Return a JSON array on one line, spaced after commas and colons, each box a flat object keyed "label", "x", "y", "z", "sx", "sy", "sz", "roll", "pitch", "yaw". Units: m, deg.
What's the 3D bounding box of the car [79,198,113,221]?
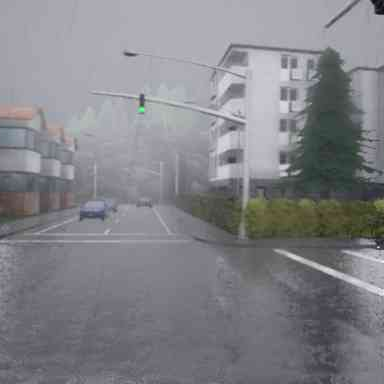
[{"label": "car", "x": -7.826, "y": 1.453, "z": 27.015, "sx": 1.882, "sy": 1.535, "sz": 5.008, "roll": 1, "pitch": 0, "yaw": -8}]

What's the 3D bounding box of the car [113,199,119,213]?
[{"label": "car", "x": -9.277, "y": 1.485, "z": 37.263, "sx": 2.128, "sy": 1.511, "sz": 4.902, "roll": 1, "pitch": 0, "yaw": -8}]

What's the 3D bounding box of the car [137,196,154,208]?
[{"label": "car", "x": -6.950, "y": 1.447, "z": 49.674, "sx": 2.097, "sy": 1.767, "sz": 4.553, "roll": 1, "pitch": 0, "yaw": -1}]
